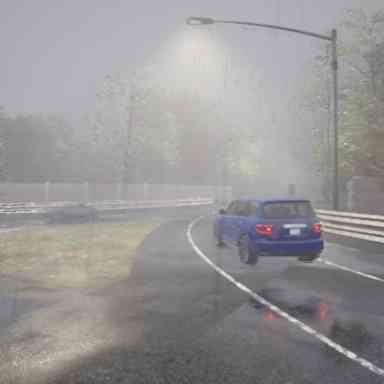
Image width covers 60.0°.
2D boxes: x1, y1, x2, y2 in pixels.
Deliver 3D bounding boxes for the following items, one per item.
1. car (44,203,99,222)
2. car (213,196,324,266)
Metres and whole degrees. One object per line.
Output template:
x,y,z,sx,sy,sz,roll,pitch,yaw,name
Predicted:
-9.807,1.603,27.173,4.181,1.385,1.994,-1,0,-35,car
2.322,1.166,11.647,2.150,2.045,5.566,-1,0,-10,car
